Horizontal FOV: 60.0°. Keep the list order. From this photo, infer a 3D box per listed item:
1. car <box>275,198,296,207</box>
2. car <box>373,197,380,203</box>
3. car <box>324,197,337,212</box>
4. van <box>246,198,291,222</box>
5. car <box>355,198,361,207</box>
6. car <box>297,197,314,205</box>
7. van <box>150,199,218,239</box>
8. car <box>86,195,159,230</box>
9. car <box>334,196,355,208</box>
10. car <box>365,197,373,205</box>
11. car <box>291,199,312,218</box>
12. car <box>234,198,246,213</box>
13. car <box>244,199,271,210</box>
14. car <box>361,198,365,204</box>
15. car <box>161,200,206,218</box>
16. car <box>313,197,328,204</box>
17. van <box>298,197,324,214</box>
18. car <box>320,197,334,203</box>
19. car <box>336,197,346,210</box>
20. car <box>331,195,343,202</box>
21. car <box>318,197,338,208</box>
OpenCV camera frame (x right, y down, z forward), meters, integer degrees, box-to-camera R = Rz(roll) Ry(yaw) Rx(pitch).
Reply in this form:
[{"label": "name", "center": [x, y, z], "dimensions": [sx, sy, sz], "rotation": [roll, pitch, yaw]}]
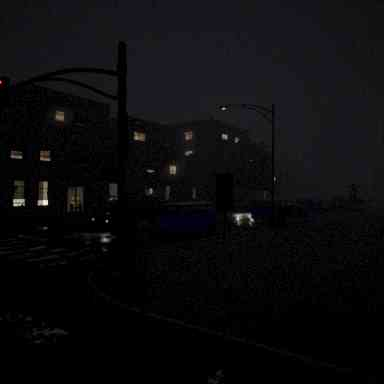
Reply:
[{"label": "car", "center": [15.252, 1.666, 54.131], "dimensions": [1.887, 1.381, 4.507], "rotation": [0, 0, 35]}, {"label": "car", "center": [44.328, 1.900, 80.916], "dimensions": [1.947, 1.339, 4.313], "rotation": [0, 0, 35]}, {"label": "car", "center": [15.844, 1.671, 40.402], "dimensions": [1.752, 1.417, 4.829], "rotation": [0, 0, 35]}, {"label": "van", "center": [6.219, 1.436, 26.712], "dimensions": [1.690, 1.788, 3.998], "rotation": [0, 0, 35]}, {"label": "car", "center": [25.275, 1.517, 53.814], "dimensions": [2.192, 1.841, 5.009], "rotation": [0, 0, 35]}, {"label": "car", "center": [21.604, 1.706, 63.165], "dimensions": [1.887, 1.381, 4.507], "rotation": [0, 0, 35]}, {"label": "van", "center": [-0.133, 1.407, 17.677], "dimensions": [1.690, 1.788, 3.998], "rotation": [0, 0, 35]}, {"label": "car", "center": [-4.244, 1.245, 21.891], "dimensions": [2.150, 2.045, 5.566], "rotation": [1, 1, 35]}, {"label": "car", "center": [22.099, 1.497, 49.297], "dimensions": [2.192, 1.841, 5.009], "rotation": [0, 0, 35]}, {"label": "car", "center": [34.801, 1.810, 67.365], "dimensions": [1.887, 1.381, 4.507], "rotation": [0, 0, 35]}, {"label": "car", "center": [9.393, 1.656, 31.228], "dimensions": [1.887, 1.381, 4.507], "rotation": [0, 0, 35]}, {"label": "car", "center": [7.123, 1.559, 38.041], "dimensions": [1.882, 1.535, 5.008], "rotation": [1, 0, 35]}, {"label": "car", "center": [8.901, 1.629, 45.098], "dimensions": [1.887, 1.381, 4.507], "rotation": [0, 0, 35]}, {"label": "car", "center": [28.547, 1.748, 58.470], "dimensions": [1.752, 1.417, 4.829], "rotation": [0, 0, 35]}, {"label": "car", "center": [-0.725, 1.559, 31.407], "dimensions": [1.752, 1.417, 4.829], "rotation": [0, 0, 35]}, {"label": "car", "center": [27.857, 1.729, 72.060], "dimensions": [1.752, 1.417, 4.829], "rotation": [0, 0, 35]}, {"label": "van", "center": [12.571, 1.469, 35.745], "dimensions": [1.690, 1.788, 3.998], "rotation": [0, 0, 35]}, {"label": "car", "center": [31.131, 1.793, 76.716], "dimensions": [1.947, 1.339, 4.313], "rotation": [0, 0, 35]}, {"label": "car", "center": [18.921, 1.729, 44.779], "dimensions": [1.947, 1.339, 4.313], "rotation": [0, 0, 35]}, {"label": "car", "center": [37.483, 1.713, 85.750], "dimensions": [1.967, 1.590, 4.097], "rotation": [0, 0, 35]}, {"label": "car", "center": [22.010, 1.653, 53.671], "dimensions": [1.882, 1.535, 5.008], "rotation": [1, 0, 35]}]
